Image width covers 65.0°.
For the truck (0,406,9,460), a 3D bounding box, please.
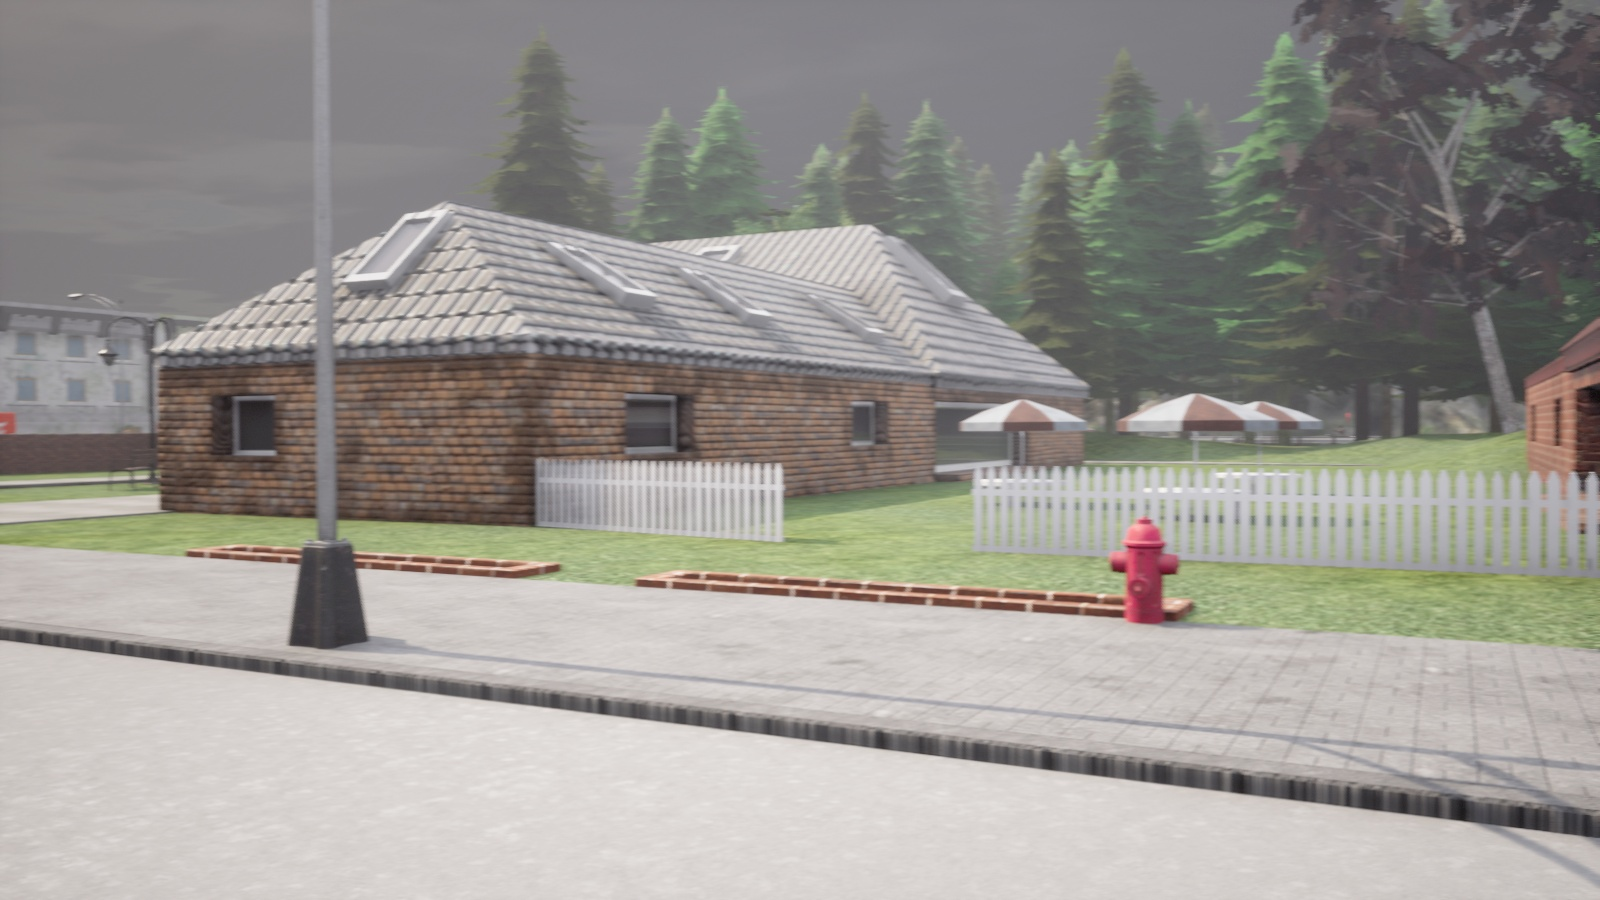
[{"bbox_3d":[-38.543,-0.771,55.734,2.627,2.467,5.204,1,1,27],"label":"truck"}]
